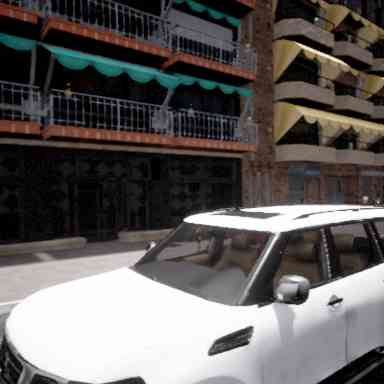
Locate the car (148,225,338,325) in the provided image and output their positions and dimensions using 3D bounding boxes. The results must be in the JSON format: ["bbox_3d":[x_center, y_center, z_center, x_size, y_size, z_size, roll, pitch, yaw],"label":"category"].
[{"bbox_3d":[1.309,1.582,7.555,4.206,1.307,1.802,0,-1,-37],"label":"car"}]

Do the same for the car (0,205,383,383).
[{"bbox_3d":[0.792,1.222,3.975,5.566,2.045,2.150,0,0,-37],"label":"car"}]
